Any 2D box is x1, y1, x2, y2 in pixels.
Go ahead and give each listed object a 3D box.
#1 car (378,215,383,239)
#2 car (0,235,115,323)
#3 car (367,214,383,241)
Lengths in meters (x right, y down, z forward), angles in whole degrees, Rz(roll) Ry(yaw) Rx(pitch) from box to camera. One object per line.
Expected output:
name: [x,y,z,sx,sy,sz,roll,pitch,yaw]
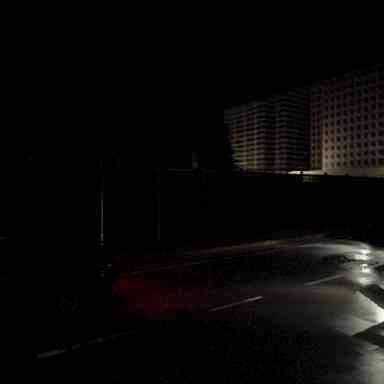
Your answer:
car: [7.449,1.442,9.249,5.008,1.535,1.882,0,0,-35]
car: [-3.661,1.525,5.660,4.674,1.442,1.812,0,0,-36]
car: [10.007,1.425,15.309,5.008,1.535,1.882,0,0,-35]
